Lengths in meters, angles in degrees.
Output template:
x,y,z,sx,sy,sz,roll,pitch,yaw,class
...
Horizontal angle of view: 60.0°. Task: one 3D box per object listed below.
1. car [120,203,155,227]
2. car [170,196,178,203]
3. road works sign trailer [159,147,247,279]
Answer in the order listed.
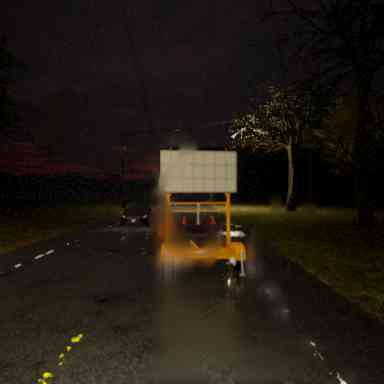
x,y,z,sx,sy,sz,roll,pitch,yaw,class
-3.629,1.499,22.887,1.812,1.442,4.674,0,0,0,car
-3.658,1.543,63.422,2.033,1.411,5.357,0,0,1,car
0.177,0.450,10.118,2.380,3.560,2.880,0,0,-8,road works sign trailer
